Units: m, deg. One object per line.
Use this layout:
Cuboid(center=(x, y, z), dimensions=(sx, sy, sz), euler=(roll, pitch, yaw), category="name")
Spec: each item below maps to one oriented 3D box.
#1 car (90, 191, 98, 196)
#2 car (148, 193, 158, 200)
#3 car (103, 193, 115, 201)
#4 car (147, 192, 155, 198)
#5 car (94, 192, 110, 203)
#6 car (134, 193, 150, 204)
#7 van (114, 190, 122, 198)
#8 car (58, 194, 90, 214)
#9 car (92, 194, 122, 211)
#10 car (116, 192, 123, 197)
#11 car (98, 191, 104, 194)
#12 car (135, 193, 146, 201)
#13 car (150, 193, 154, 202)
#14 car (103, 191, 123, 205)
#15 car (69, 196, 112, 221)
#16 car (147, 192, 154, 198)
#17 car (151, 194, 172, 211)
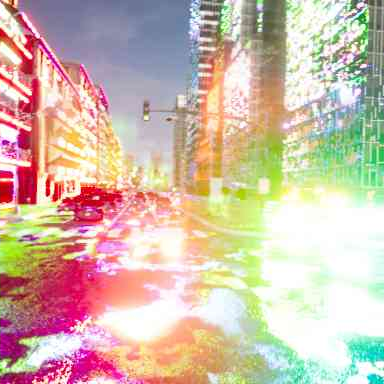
Cuboid(center=(-11.391, 0.970, 34.921), dimensions=(1.967, 1.590, 4.097), euler=(0, 0, -9), category="car")
Cuboid(center=(-8.182, 0.992, 69.737), dimensions=(1.887, 1.381, 4.507), euler=(0, 0, -9), category="car")
Cuboid(center=(-15.588, 0.885, 62.853), dimensions=(1.802, 1.307, 4.206), euler=(0, 0, -9), category="car")
Cuboid(center=(-10.725, 0.838, 86.664), dimensions=(1.752, 1.417, 4.829), euler=(0, 0, -9), category="car")
Cuboid(center=(-13.908, 0.834, 51.679), dimensions=(1.967, 1.590, 4.097), euler=(0, 0, -9), category="car")
Cuboid(center=(-8.037, 1.080, 51.565), dimensions=(2.033, 1.411, 5.357), euler=(1, 0, -9), category="car")
Cuboid(center=(-18.942, 0.466, 85.195), dimensions=(1.690, 1.788, 3.998), euler=(0, 0, -9), category="van")
Cuboid(center=(-10.552, 1.121, 29.336), dimensions=(1.887, 1.381, 4.507), euler=(0, 0, -9), category="car")
Cuboid(center=(-8.521, 1.169, 33.387), dimensions=(1.994, 1.385, 4.181), euler=(1, 0, -8), category="car")
Cuboid(center=(-19.783, 0.663, 90.783), dimensions=(1.802, 1.307, 4.206), euler=(0, 0, -9), category="car")
Cuboid(center=(-13.068, 0.754, 46.093), dimensions=(2.192, 1.841, 5.009), euler=(0, 0, -9), category="car")
Cuboid(center=(-9.934, 0.935, 64.284), dimensions=(1.837, 1.490, 4.892), euler=(1, 0, -9), category="car")
Cuboid(center=(-6.504, 1.088, 58.564), dimensions=(2.008, 1.369, 4.403), euler=(0, 0, -9), category="car")
Cuboid(center=(-10.021, 1.015, 43.397), dimensions=(2.128, 1.511, 4.902), euler=(1, 0, -8), category="car")
Cuboid(center=(-7.057, 1.251, 23.571), dimensions=(1.994, 1.385, 4.181), euler=(1, 0, -9), category="car")
Cuboid(center=(-11.539, 0.815, 92.081), dimensions=(1.887, 1.381, 4.507), euler=(0, 0, -9), category="car")
Cuboid(center=(-3.148, 1.264, 36.220), dimensions=(1.887, 1.381, 4.507), euler=(0, 0, -9), category="car")
